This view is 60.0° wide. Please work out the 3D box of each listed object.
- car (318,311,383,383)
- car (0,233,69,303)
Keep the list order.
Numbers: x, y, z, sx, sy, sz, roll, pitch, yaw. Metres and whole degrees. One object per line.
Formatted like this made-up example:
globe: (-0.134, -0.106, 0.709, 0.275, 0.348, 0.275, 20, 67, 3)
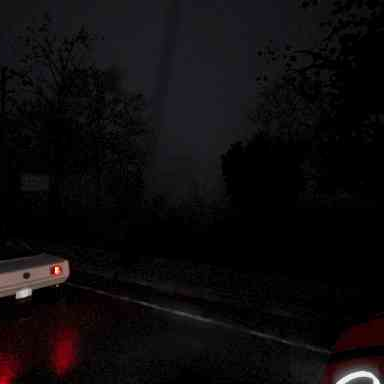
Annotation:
car: (3.080, 1.351, 1.831, 4.553, 1.767, 2.097, 0, 0, 35)
car: (-4.944, 1.607, 7.506, 4.718, 1.301, 1.895, 0, 0, 35)
